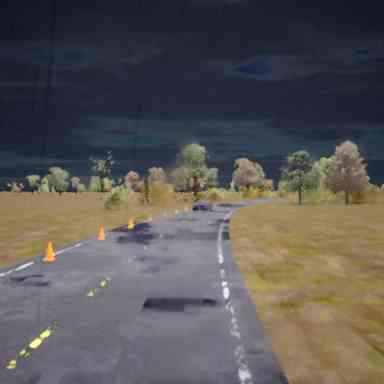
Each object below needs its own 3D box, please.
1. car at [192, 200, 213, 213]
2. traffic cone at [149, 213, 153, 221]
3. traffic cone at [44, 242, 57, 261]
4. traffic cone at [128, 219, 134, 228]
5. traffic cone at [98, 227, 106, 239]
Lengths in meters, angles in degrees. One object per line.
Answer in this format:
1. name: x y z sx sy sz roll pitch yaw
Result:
1. car: 1.262 1.652 38.639 1.895 1.301 4.718 0 0 11
2. traffic cone: -3.280 1.985 26.242 0.340 0.580 0.340 0 0 8
3. traffic cone: -4.748 1.967 11.118 0.340 0.580 0.340 0 0 3
4. traffic cone: -3.893 1.980 21.213 0.340 0.580 0.340 0 0 6
5. traffic cone: -4.383 1.974 16.171 0.340 0.580 0.340 0 0 5
